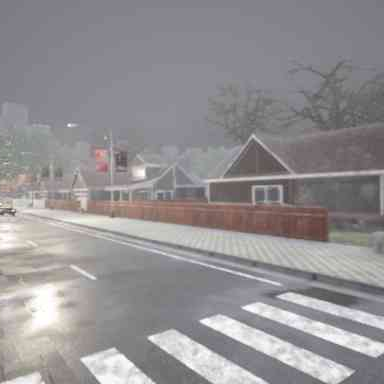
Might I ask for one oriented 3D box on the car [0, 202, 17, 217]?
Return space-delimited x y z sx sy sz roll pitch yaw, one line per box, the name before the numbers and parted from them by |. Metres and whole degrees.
car | -20.375 2.012 36.154 1.895 1.301 4.718 -1 0 -36
